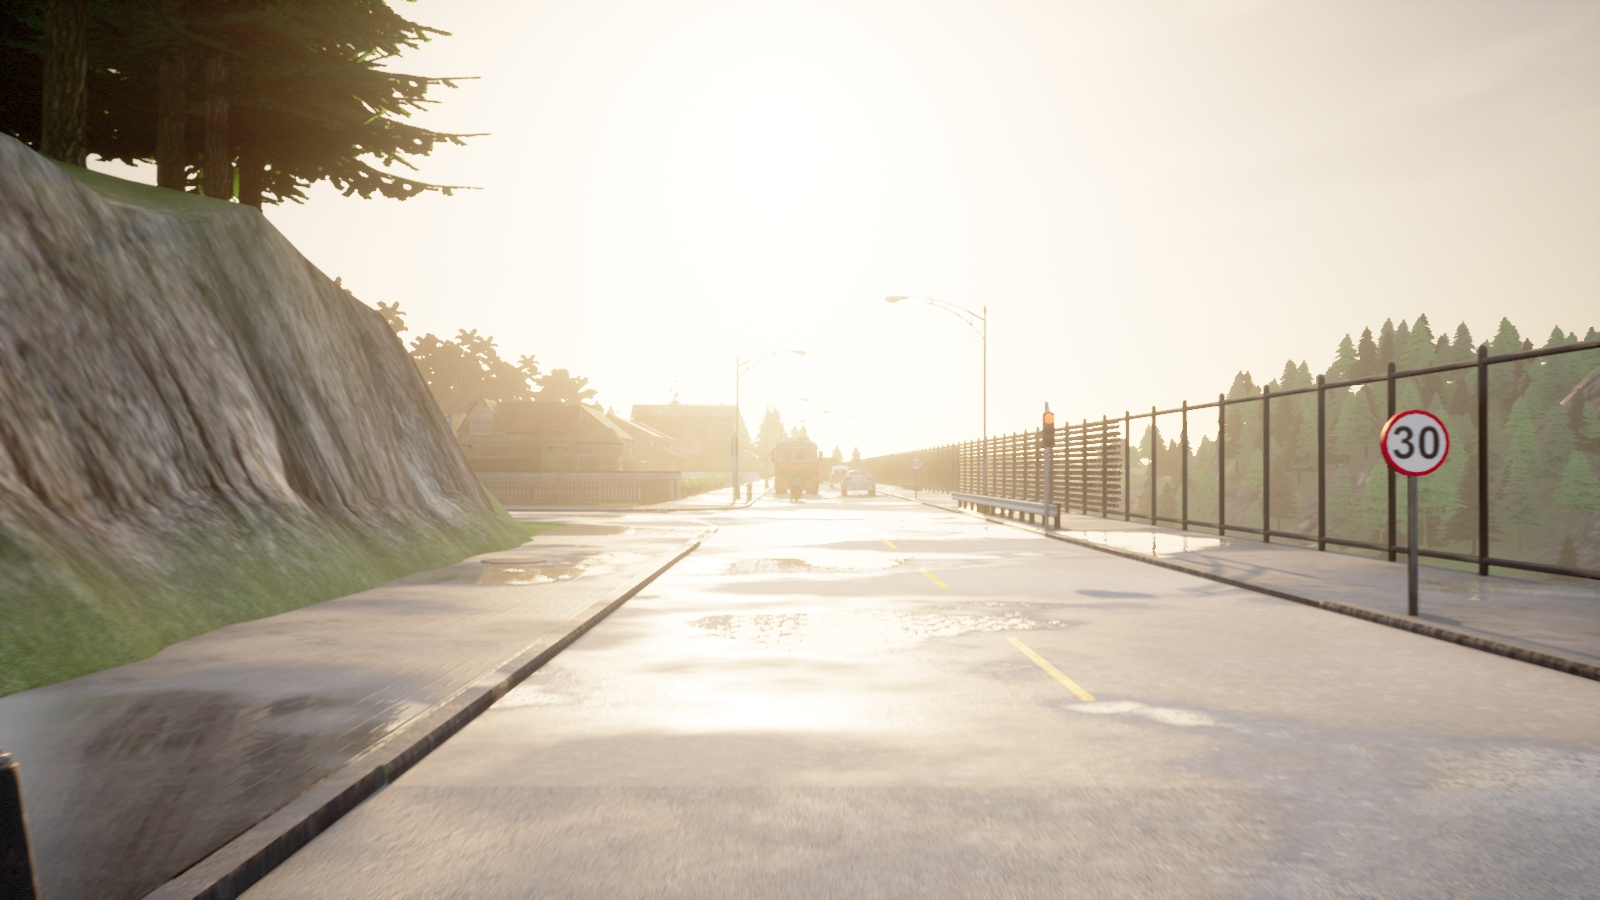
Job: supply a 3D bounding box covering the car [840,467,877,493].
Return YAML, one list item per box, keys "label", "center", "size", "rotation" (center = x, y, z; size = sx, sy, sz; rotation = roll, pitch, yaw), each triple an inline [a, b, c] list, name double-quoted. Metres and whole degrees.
- label: "car"
  center: [3.801, 1.959, 82.551]
  size: [2.152, 1.651, 5.027]
  rotation: [0, -1, 0]

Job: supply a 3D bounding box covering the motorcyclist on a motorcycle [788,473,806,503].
- label: "motorcyclist on a motorcycle"
  center: [-0.155, 1.932, 64.674]
  size: [0.866, 1.530, 2.191]
  rotation: [0, -1, 0]

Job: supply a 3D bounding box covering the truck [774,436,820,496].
- label: "truck"
  center: [-0.207, 1.066, 84.595]
  size: [2.891, 3.827, 8.468]
  rotation: [0, -1, 0]
